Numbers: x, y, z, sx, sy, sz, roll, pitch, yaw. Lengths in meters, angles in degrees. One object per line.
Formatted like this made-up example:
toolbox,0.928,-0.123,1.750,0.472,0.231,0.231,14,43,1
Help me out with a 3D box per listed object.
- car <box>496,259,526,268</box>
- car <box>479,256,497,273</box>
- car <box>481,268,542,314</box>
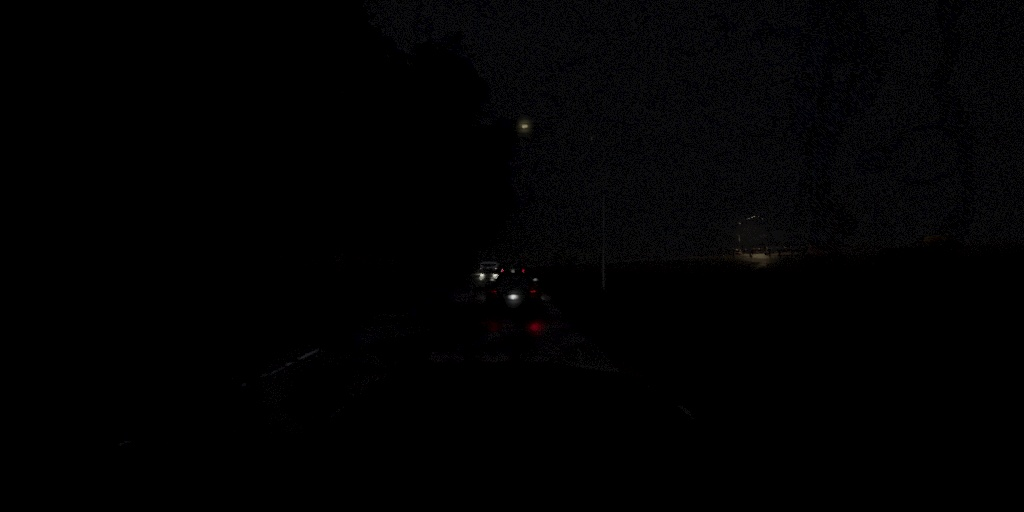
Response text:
car,0.073,1.129,28.544,2.097,1.767,4.553,0,0,0
car,-2.839,1.042,45.121,2.150,2.045,5.566,0,0,0
car,0.074,1.319,13.775,1.994,1.385,4.181,0,0,0
